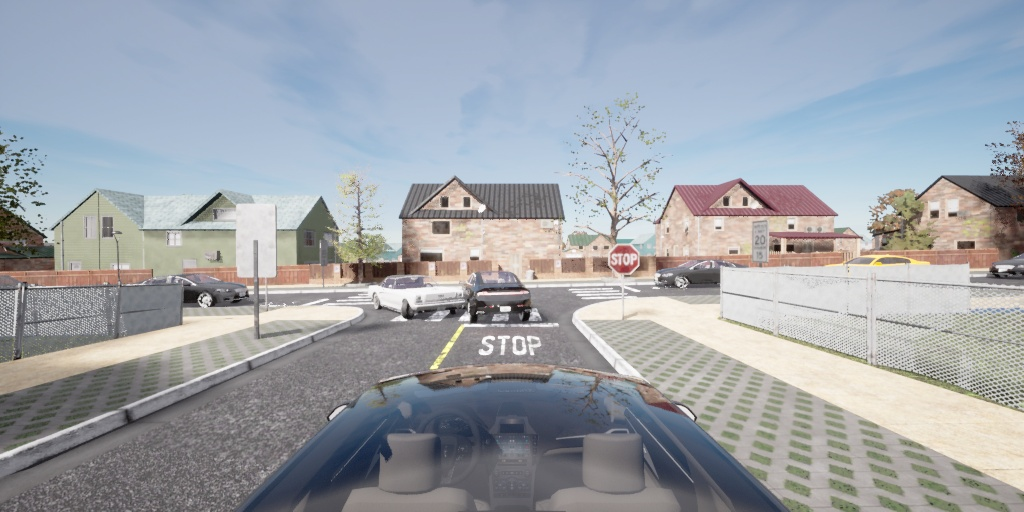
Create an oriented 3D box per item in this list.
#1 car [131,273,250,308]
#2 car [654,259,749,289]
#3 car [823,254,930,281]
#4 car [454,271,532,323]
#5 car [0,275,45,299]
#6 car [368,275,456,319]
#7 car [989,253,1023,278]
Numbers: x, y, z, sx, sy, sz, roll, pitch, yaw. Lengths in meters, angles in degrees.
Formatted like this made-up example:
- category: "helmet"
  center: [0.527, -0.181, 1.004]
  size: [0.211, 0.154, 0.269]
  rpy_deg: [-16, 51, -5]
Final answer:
- category: "car"
  center: [-14.903, 1.567, 16.547]
  size: [4.902, 1.511, 2.128]
  rpy_deg: [-1, 1, 0]
- category: "car"
  center: [10.330, 0.926, 19.600]
  size: [4.902, 1.511, 2.128]
  rpy_deg: [-1, 1, 0]
- category: "car"
  center: [19.761, 0.690, 19.637]
  size: [5.008, 1.535, 1.882]
  rpy_deg: [-1, 1, -1]
- category: "car"
  center: [-0.686, 1.243, 12.192]
  size: [2.128, 1.511, 4.902]
  rpy_deg: [0, 0, -12]
- category: "car"
  center: [-24.240, 1.648, 16.507]
  size: [4.553, 1.767, 2.097]
  rpy_deg: [-1, 1, 0]
- category: "car"
  center: [-3.602, 1.368, 13.051]
  size: [1.895, 1.301, 4.718]
  rpy_deg: [0, 0, -38]
- category: "car"
  center: [29.385, 0.478, 19.673]
  size: [4.902, 1.511, 2.128]
  rpy_deg: [-1, 1, 0]
